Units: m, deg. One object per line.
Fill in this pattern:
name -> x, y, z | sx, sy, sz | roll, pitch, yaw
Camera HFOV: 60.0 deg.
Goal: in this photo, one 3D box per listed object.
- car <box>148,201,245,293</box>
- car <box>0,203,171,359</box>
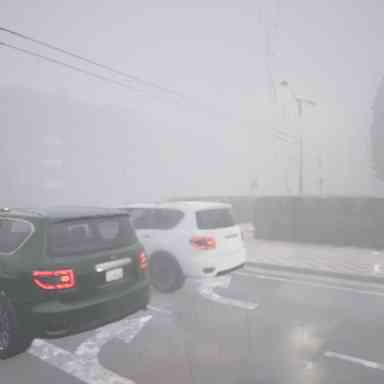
car -> -1.283, 1.288, 9.180 | 5.566, 2.045, 2.150 | -1, -1, 36
car -> -3.290, 1.290, 6.308 | 5.566, 2.045, 2.150 | 0, 0, 35
